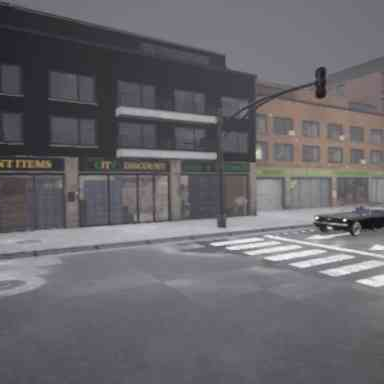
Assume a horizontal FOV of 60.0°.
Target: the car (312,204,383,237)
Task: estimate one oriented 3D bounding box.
[{"bbox_3d":[8.001,1.250,15.913,4.718,1.301,1.895,-1,1,-30],"label":"car"}]
